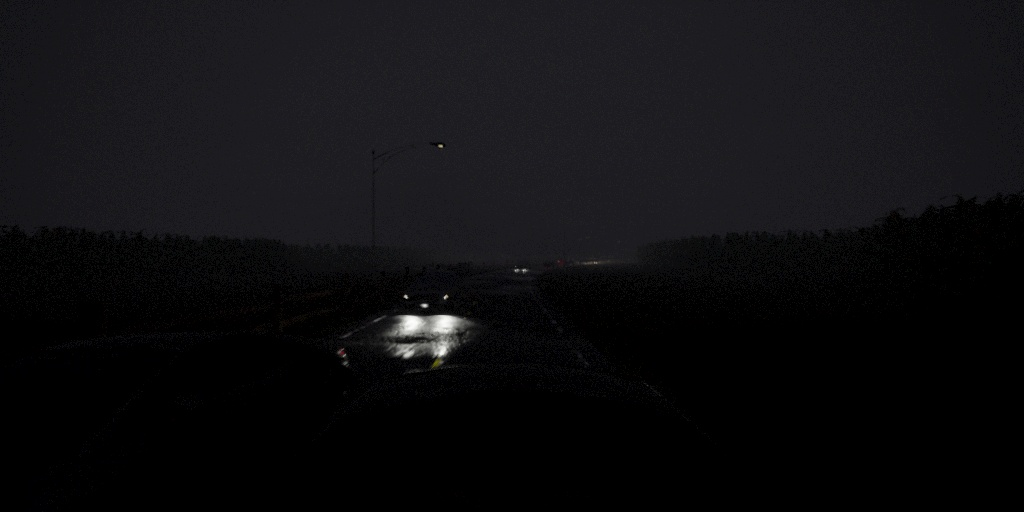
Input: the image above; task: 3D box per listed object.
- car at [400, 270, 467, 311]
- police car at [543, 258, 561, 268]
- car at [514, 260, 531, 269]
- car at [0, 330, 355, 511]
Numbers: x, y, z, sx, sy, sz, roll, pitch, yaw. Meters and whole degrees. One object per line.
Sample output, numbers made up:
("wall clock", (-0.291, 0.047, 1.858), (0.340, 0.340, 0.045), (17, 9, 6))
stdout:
("car", (-2.995, 1.314, 14.930), (2.033, 1.411, 5.357), (0, 0, 0))
("police car", (6.461, 1.179, 60.118), (1.930, 1.638, 5.238), (0, 0, 16))
("car", (1.758, 1.315, 56.632), (2.033, 1.411, 5.357), (0, 0, 15))
("car", (-2.876, 1.319, 2.631), (1.994, 1.385, 4.181), (0, 0, 0))
